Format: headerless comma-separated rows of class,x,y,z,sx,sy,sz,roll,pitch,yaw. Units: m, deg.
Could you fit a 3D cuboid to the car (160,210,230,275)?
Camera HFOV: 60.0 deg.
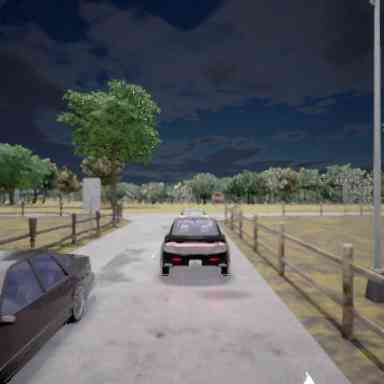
car,0.087,1.526,10.530,2.128,1.511,4.902,0,0,0

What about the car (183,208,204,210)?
car,0.112,1.709,21.761,1.895,1.301,4.718,0,0,1

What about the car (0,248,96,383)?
car,-2.844,1.558,4.471,2.033,1.411,5.357,0,0,0
